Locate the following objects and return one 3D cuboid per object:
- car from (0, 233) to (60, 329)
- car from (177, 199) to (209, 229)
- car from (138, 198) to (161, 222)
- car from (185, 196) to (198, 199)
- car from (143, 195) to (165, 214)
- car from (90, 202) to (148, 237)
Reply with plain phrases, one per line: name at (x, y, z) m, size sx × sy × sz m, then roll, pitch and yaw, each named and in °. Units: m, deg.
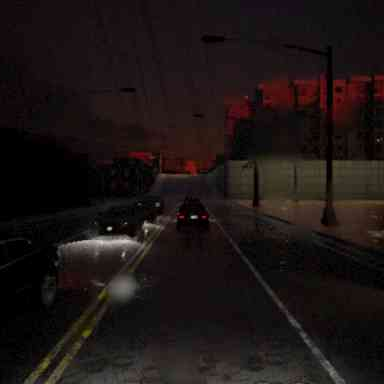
car at (-3.611, 1.446, 4.920) m, size 2.128 × 1.511 × 4.902 m, roll 0°, pitch 1°, yaw 0°
car at (0.040, 1.356, 19.971) m, size 2.033 × 1.411 × 5.357 m, roll 0°, pitch 1°, yaw 0°
car at (-3.571, 1.369, 23.545) m, size 1.994 × 1.385 × 4.181 m, roll 0°, pitch 1°, yaw 0°
car at (-0.028, 1.204, 41.448) m, size 1.895 × 1.301 × 4.718 m, roll 0°, pitch 1°, yaw 0°
car at (-3.648, 1.068, 29.904) m, size 2.097 × 1.767 × 4.553 m, roll 0°, pitch 1°, yaw 0°
car at (-3.644, 1.404, 16.711) m, size 1.994 × 1.385 × 4.181 m, roll 0°, pitch 1°, yaw 0°
